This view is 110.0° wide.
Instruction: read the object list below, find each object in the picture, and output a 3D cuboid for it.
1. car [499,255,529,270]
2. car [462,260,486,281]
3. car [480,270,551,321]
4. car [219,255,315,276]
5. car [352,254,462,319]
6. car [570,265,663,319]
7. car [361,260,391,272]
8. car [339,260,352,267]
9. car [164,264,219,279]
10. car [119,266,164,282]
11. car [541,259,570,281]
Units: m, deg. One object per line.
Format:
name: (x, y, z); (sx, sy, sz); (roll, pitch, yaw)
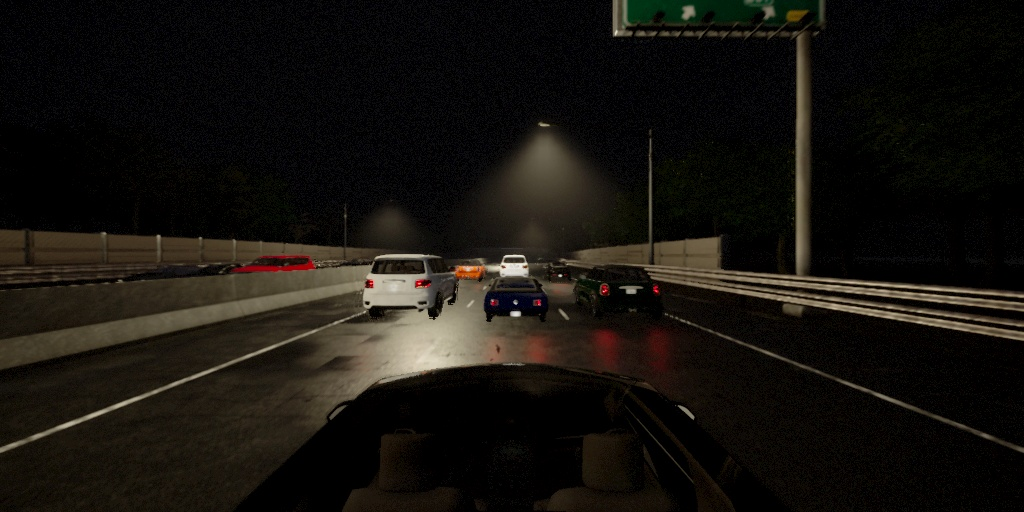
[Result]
car: (0.185, 0.954, 28.649); (2.150, 2.045, 5.566); (0, 0, 0)
car: (-3.311, 1.084, 29.313); (2.097, 1.767, 4.553); (0, 0, 0)
car: (0.117, 1.344, 12.350); (1.895, 1.301, 4.718); (0, 0, 0)
car: (-14.051, 0.956, 21.446); (2.150, 2.045, 5.566); (0, 0, 0)
car: (-3.381, 0.964, 12.971); (2.150, 2.045, 5.566); (0, 0, 0)
car: (3.619, 1.095, 12.985); (2.097, 1.767, 4.553); (0, 0, 0)
car: (-17.343, 1.229, 45.946); (1.837, 1.490, 4.892); (0, -1, 1)
car: (-20.822, 1.213, 47.071); (2.128, 1.511, 4.902); (0, 0, 1)
car: (-17.548, 1.241, 21.631); (1.837, 1.490, 4.892); (0, 0, 0)
car: (-21.047, 1.282, 22.436); (2.033, 1.411, 5.357); (0, 0, 0)
car: (3.692, 1.237, 29.691); (1.837, 1.490, 4.892); (0, 0, 0)
